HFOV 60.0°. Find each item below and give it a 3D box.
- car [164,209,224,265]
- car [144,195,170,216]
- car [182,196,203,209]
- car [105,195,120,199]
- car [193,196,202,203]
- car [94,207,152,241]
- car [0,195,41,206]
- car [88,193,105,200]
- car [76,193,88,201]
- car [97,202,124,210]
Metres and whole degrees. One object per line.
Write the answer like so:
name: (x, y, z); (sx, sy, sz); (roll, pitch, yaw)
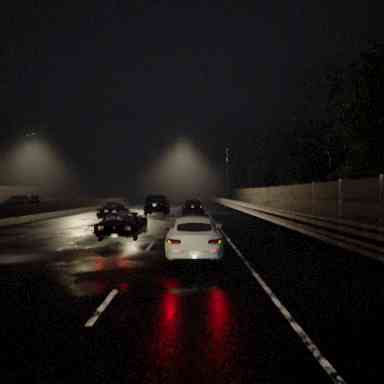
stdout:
car: (0.078, 1.551, 11.598); (1.812, 1.442, 4.674); (0, 0, 0)
car: (-3.419, 1.309, 33.081); (2.150, 2.045, 5.566); (0, 0, 0)
car: (0.080, 1.442, 33.880); (2.097, 1.767, 4.553); (0, 0, 0)
car: (-17.537, 1.523, 75.709); (2.128, 1.511, 4.902); (0, 0, 0)
car: (1.188, 1.692, 74.239); (1.801, 1.575, 5.366); (0, 0, 0)
car: (-3.412, 1.640, 16.893); (1.895, 1.301, 4.718); (0, 0, 0)
car: (-17.613, 1.314, 34.253); (2.150, 2.045, 5.566); (0, 0, 0)
car: (-21.037, 1.342, 75.064); (2.150, 2.045, 5.566); (0, 0, 0)
car: (-24.537, 1.223, 75.677); (2.150, 2.045, 5.566); (0, 0, 0)
car: (-6.919, 1.623, 29.219); (2.033, 1.411, 5.357); (0, 0, 0)
